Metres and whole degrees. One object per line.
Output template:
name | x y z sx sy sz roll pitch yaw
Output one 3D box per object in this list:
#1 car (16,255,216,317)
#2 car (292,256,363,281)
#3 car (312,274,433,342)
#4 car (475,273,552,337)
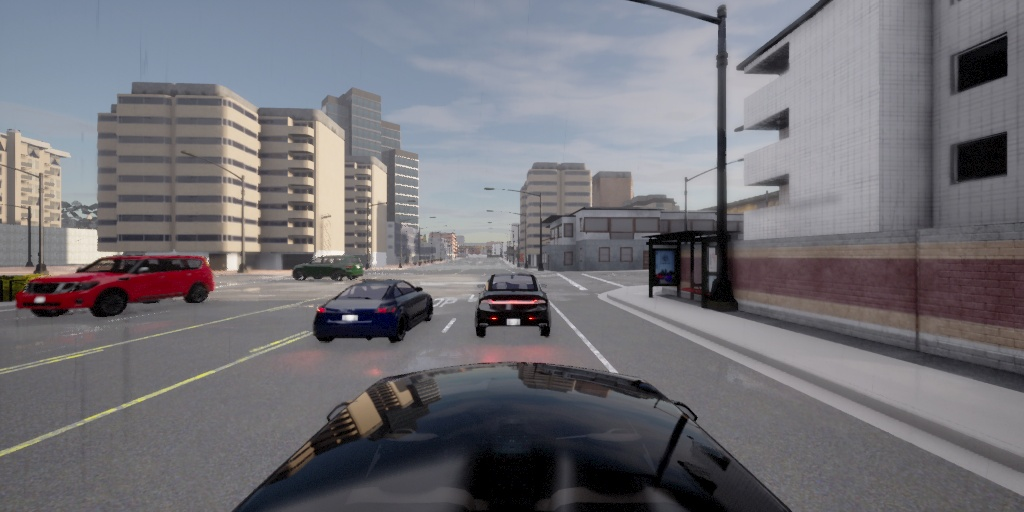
car | -14.129 0.975 13.471 2.150 2.045 5.566 0 0 -1
car | -15.034 0.999 29.364 5.566 2.045 2.150 0 -1 10
car | -3.490 1.313 9.771 1.994 1.385 4.181 0 0 1
car | 0.010 1.242 10.337 2.128 1.511 4.902 0 0 -1
